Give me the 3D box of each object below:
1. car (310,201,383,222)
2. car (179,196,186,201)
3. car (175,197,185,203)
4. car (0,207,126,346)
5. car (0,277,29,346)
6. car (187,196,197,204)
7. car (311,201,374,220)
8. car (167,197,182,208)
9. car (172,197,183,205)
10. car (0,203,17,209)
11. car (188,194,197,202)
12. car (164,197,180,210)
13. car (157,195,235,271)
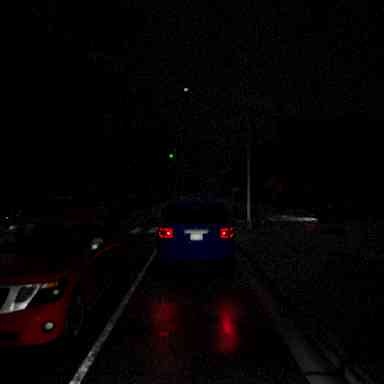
[{"bbox_3d":[11.110,1.409,24.069,4.902,1.511,2.128,0,0,1],"label":"car"},{"bbox_3d":[-2.618,1.822,90.195,1.887,1.381,4.507,0,0,0],"label":"car"},{"bbox_3d":[-2.622,1.727,73.129,2.008,1.369,4.403,0,0,0],"label":"car"},{"bbox_3d":[-2.637,1.311,6.538,2.192,1.841,5.009,0,0,0],"label":"car"},{"bbox_3d":[-2.638,1.550,1.074,2.008,1.369,4.403,0,0,0],"label":"car"},{"bbox_3d":[0.020,1.627,68.795,1.882,1.535,5.008,0,0,0],"label":"car"},{"bbox_3d":[12.049,1.470,26.903,4.181,1.385,1.994,0,0,0],"label":"car"},{"bbox_3d":[-2.627,1.514,50.374,1.967,1.590,4.097,0,0,0],"label":"car"},{"bbox_3d":[-2.624,1.702,61.752,1.802,1.307,4.206,0,0,0],"label":"car"},{"bbox_3d":[-15.285,1.361,23.928,5.566,2.045,2.150,-1,0,0],"label":"car"},{"bbox_3d":[0.023,1.398,79.186,2.097,1.767,4.553,0,0,0],"label":"car"},{"bbox_3d":[-2.629,1.495,44.687,1.967,1.590,4.097,0,0,0],"label":"car"},{"bbox_3d":[0.102,1.217,11.018,2.150,2.045,5.566,0,0,0],"label":"car"}]
